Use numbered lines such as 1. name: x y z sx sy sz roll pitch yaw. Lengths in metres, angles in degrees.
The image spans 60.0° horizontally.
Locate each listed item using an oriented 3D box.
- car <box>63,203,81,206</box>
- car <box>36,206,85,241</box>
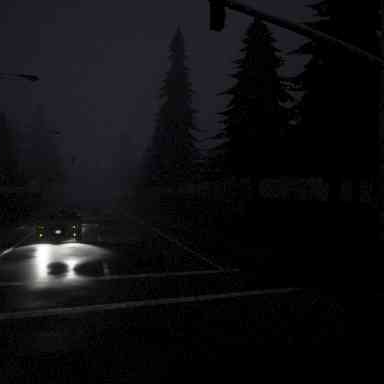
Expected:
1. car: -9.726 1.629 26.928 2.033 1.411 5.357 1 0 -17
2. car: -6.671 1.639 17.012 1.994 1.385 4.181 1 0 -17
